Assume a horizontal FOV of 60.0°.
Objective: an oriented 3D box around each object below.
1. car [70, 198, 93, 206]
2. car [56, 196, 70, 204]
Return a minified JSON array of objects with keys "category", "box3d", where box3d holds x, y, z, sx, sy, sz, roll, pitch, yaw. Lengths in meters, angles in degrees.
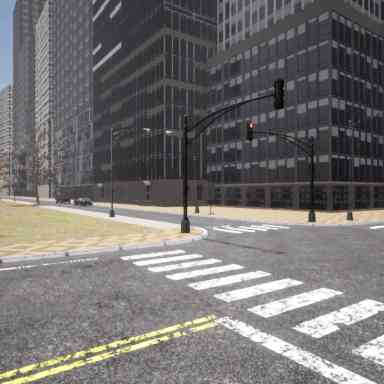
[{"category":"car","box3d":[-17.584,1.602,53.494,1.895,1.301,4.718,0,0,-35]},{"category":"car","box3d":[-24.613,1.511,63.526,1.837,1.490,4.892,0,0,-35]}]
